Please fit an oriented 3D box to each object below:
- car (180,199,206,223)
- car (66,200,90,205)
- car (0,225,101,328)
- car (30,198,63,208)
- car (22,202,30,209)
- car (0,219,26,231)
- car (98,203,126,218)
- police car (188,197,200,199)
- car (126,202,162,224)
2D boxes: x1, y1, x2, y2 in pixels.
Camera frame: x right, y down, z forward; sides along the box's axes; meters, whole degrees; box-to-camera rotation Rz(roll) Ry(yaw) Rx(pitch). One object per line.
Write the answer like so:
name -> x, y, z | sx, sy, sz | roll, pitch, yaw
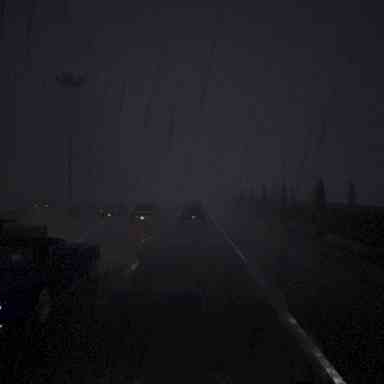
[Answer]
car -> 0.101, 1.543, 25.287 | 1.812, 1.442, 4.674 | 0, 0, 0
car -> -14.042, 1.628, 41.656 | 1.895, 1.301, 4.718 | 0, 0, 0
car -> -3.400, 1.605, 6.968 | 1.895, 1.301, 4.718 | 0, 0, 0
car -> -17.549, 1.533, 40.904 | 1.837, 1.490, 4.892 | 0, -1, 0
car -> -21.010, 1.630, 44.978 | 1.895, 1.301, 4.718 | 0, 0, 0
car -> -6.899, 1.608, 11.733 | 1.895, 1.301, 4.718 | 0, 0, 0
car -> -6.898, 1.621, 29.963 | 1.895, 1.301, 4.718 | 0, 0, 0
police car -> 0.103, 1.454, 43.006 | 1.930, 1.638, 5.238 | 0, 0, 0
car -> -3.398, 1.522, 25.172 | 1.837, 1.490, 4.892 | 0, 0, 0
